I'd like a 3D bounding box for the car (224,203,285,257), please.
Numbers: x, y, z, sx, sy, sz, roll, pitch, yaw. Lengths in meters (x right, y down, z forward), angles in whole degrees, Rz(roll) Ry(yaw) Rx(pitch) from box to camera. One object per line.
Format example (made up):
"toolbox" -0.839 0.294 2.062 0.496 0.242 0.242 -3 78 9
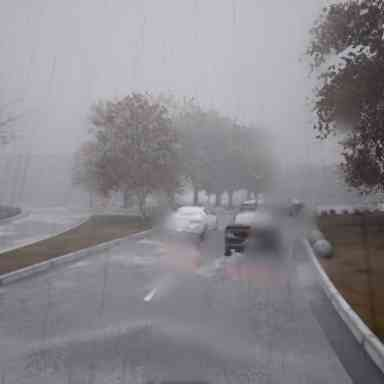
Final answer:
"car" 2.418 1.413 12.764 1.882 1.535 5.008 0 0 14

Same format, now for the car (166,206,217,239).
"car" 0.066 1.438 16.758 1.812 1.442 4.674 0 0 14

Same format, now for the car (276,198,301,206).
"car" 18.704 1.891 64.685 1.812 1.442 4.674 1 -1 -34

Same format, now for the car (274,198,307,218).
"car" 8.998 1.348 30.640 2.097 1.767 4.553 0 0 36

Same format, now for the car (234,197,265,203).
"car" 6.118 1.492 31.743 1.837 1.490 4.892 -1 -1 33
